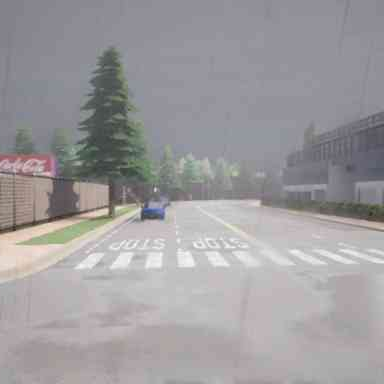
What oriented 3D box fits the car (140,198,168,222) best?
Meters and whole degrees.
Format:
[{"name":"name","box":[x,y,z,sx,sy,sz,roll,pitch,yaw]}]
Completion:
[{"name":"car","box":[-3.120,1.507,27.088,1.882,1.535,5.008,0,0,-4]}]

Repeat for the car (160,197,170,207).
[{"name":"car","box":[-4.401,1.501,51.961,2.128,1.511,4.902,0,0,0]}]
